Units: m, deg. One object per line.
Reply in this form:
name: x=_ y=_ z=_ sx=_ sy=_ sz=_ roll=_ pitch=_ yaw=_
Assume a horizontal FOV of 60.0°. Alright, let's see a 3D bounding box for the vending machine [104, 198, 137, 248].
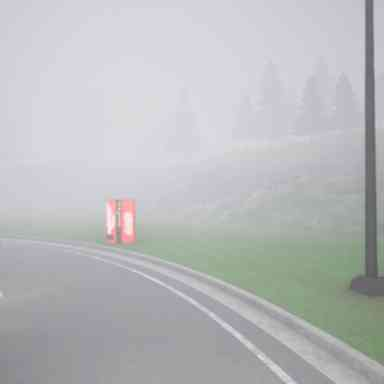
vending machine: x=-3.193 y=1.323 z=14.889 sx=0.880 sy=2.100 sz=1.100 roll=-1 pitch=-1 yaw=41
